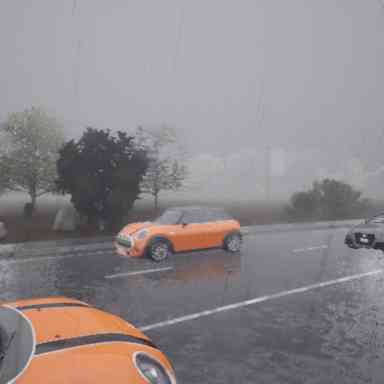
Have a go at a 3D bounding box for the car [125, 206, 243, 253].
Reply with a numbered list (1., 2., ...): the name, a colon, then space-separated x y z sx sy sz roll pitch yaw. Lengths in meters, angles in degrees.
1. car: -0.384 1.334 11.993 4.553 1.767 2.097 0 0 -33

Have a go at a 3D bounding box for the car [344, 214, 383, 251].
1. car: 7.952 1.561 13.024 4.181 1.385 1.994 0 0 -30

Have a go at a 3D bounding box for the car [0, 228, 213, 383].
1. car: -2.261 1.344 2.039 4.553 1.767 2.097 0 0 -36
